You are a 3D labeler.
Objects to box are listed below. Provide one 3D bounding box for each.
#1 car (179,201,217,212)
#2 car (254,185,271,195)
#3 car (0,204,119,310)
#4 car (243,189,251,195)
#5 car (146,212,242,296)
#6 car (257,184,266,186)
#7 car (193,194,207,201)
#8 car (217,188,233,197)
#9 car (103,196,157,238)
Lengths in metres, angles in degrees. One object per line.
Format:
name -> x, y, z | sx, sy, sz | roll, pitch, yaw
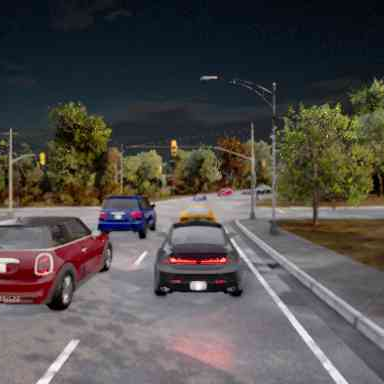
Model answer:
car -> 0.312, 1.451, 17.970 | 1.882, 1.535, 5.008 | 0, 0, 2
car -> 17.776, -0.162, 83.199 | 1.882, 1.535, 5.008 | 0, 4, 33
car -> -3.369, 1.333, 7.917 | 2.097, 1.767, 4.553 | 0, 0, 0
car -> 14.454, -0.049, 84.472 | 1.994, 1.385, 4.181 | 0, 4, 33
car -> 0.137, 1.484, 8.591 | 1.837, 1.490, 4.892 | 0, 0, 0
car -> 19.937, -1.108, 92.626 | 2.150, 2.045, 5.566 | 0, 4, 38
car -> 1.634, 1.144, 66.320 | 1.812, 1.442, 4.674 | 0, 2, 21
car -> 7.980, 0.055, 80.256 | 2.150, 2.045, 5.566 | 0, 4, 28
car -> -3.217, 1.195, 17.480 | 2.150, 2.045, 5.566 | 0, 0, 2
